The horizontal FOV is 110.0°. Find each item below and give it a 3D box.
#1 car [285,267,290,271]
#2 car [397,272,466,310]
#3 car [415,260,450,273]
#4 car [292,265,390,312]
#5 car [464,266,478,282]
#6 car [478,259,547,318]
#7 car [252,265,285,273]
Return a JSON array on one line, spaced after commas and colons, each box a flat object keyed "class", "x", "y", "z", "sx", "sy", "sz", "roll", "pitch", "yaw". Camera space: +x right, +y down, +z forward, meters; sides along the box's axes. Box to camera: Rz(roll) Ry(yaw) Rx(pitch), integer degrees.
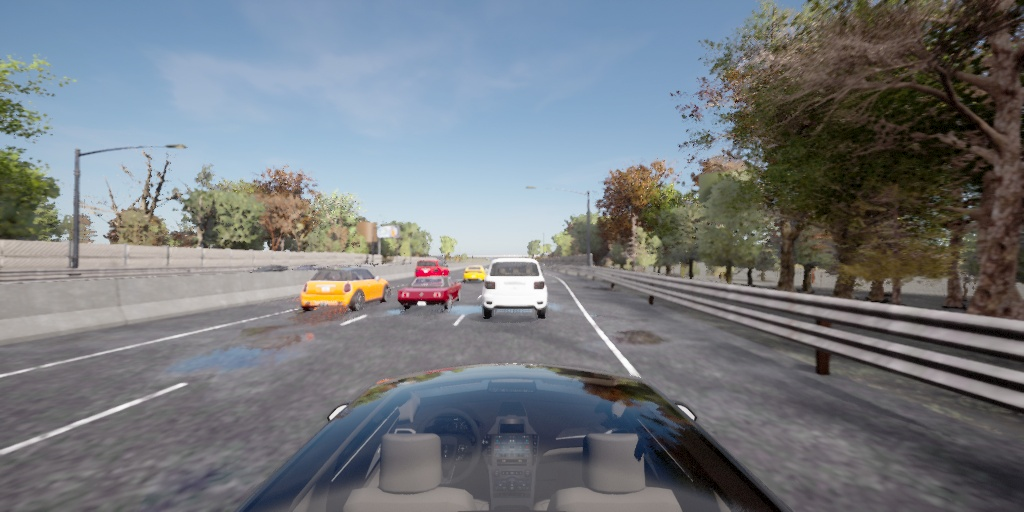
[{"class": "car", "x": -24.579, "y": 1.867, "z": 42.913, "sx": 1.994, "sy": 1.385, "sz": 4.181, "roll": 0, "pitch": -1, "yaw": 0}, {"class": "car", "x": -3.404, "y": 1.535, "z": 15.789, "sx": 1.895, "sy": 1.301, "sz": 4.718, "roll": 0, "pitch": -1, "yaw": 0}, {"class": "car", "x": -6.901, "y": 1.364, "z": 31.357, "sx": 2.150, "sy": 2.045, "sz": 5.566, "roll": 0, "pitch": -1, "yaw": 0}, {"class": "car", "x": -6.908, "y": 1.280, "z": 15.422, "sx": 2.097, "sy": 1.767, "sz": 4.553, "roll": 0, "pitch": -1, "yaw": 0}, {"class": "car", "x": -3.399, "y": 1.655, "z": 33.936, "sx": 1.882, "sy": 1.535, "sz": 5.008, "roll": 0, "pitch": -1, "yaw": 0}, {"class": "car", "x": 0.092, "y": 1.131, "z": 13.952, "sx": 2.150, "sy": 2.045, "sz": 5.566, "roll": 0, "pitch": -1, "yaw": 0}, {"class": "car", "x": -28.007, "y": 1.793, "z": 41.838, "sx": 1.837, "sy": 1.490, "sz": 4.892, "roll": 0, "pitch": -1, "yaw": -1}]
